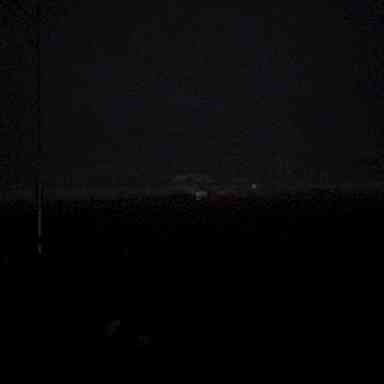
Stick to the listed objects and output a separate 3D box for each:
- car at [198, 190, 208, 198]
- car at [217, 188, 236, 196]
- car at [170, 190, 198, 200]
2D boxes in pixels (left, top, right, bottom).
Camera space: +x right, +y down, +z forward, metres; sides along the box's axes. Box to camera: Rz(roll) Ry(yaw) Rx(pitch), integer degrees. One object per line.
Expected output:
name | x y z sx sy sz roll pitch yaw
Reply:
car | 1.484 0.412 63.518 1.812 1.442 4.674 -1 1 35
car | 6.905 0.058 66.421 2.097 1.767 4.553 -1 1 35
car | -1.620 0.424 54.354 2.097 1.767 4.553 -1 1 35
